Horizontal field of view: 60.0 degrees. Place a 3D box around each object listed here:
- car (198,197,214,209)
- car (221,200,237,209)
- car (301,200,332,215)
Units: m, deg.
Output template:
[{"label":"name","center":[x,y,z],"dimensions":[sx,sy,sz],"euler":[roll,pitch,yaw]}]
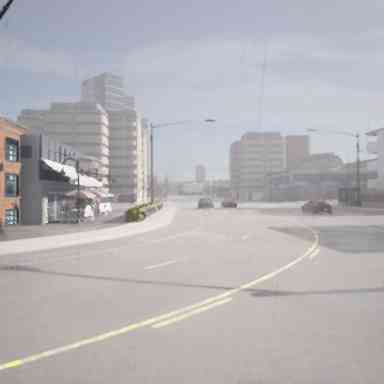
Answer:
[{"label":"car","center":[2.058,1.599,49.766],"dimensions":[2.097,1.767,4.553],"euler":[-1,0,-2]},{"label":"car","center":[5.560,1.815,49.856],"dimensions":[1.895,1.301,4.718],"euler":[-1,0,-2]},{"label":"car","center":[13.060,1.560,34.918],"dimensions":[1.812,1.442,4.674],"euler":[-1,0,-1]}]
